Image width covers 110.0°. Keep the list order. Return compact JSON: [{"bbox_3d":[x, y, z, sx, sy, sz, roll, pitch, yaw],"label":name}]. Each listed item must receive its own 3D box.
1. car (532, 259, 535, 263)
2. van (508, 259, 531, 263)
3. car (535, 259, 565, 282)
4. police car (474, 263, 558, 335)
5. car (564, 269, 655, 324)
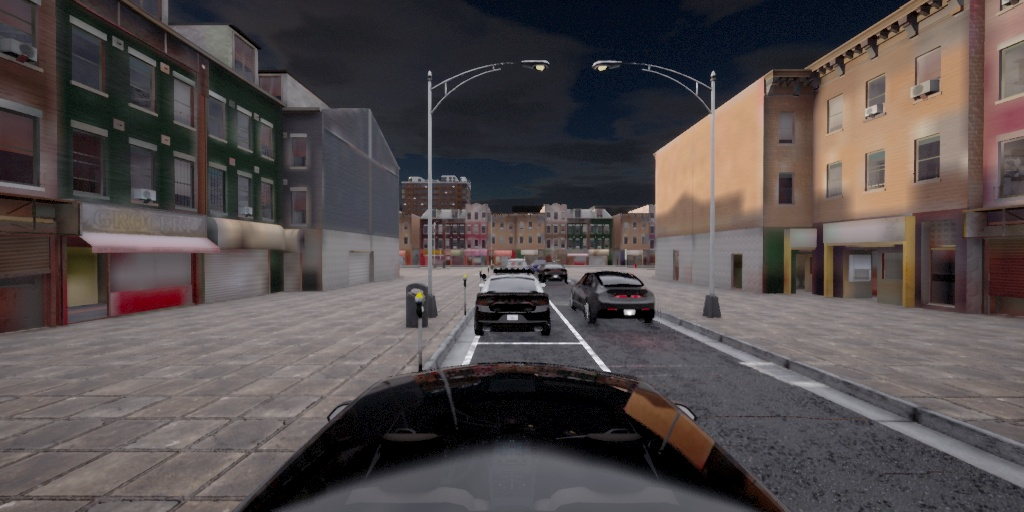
[{"bbox_3d":[3.118,1.115,40.970,2.097,1.767,4.553,0,0,0],"label":"car"},{"bbox_3d":[0.382,1.095,27.349,1.690,1.789,3.998,0,0,0],"label":"van"},{"bbox_3d":[3.021,1.231,27.282,1.882,1.535,5.008,0,0,0],"label":"car"},{"bbox_3d":[0.012,1.174,10.611,1.930,1.638,5.238,0,0,0],"label":"police car"},{"bbox_3d":[3.120,1.254,11.923,1.837,1.490,4.892,0,0,0],"label":"car"}]
